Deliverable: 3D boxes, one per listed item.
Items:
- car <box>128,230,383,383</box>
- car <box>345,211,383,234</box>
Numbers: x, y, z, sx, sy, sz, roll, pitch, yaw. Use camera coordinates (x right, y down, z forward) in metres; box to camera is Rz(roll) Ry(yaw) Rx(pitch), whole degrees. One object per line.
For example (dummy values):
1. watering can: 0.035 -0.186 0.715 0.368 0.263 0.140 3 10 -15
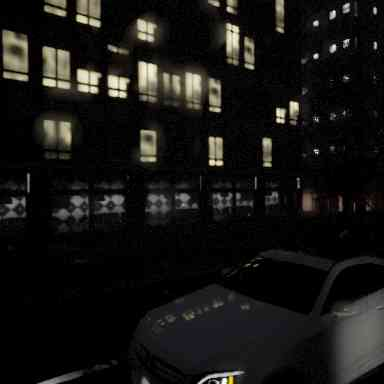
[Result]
1. car: 1.478 1.506 4.426 4.674 1.442 1.812 0 0 -35
2. car: 6.793 1.376 11.399 4.097 1.590 1.967 0 0 -35
